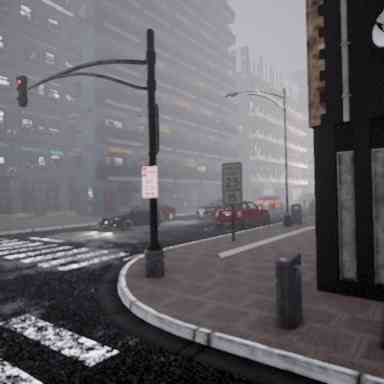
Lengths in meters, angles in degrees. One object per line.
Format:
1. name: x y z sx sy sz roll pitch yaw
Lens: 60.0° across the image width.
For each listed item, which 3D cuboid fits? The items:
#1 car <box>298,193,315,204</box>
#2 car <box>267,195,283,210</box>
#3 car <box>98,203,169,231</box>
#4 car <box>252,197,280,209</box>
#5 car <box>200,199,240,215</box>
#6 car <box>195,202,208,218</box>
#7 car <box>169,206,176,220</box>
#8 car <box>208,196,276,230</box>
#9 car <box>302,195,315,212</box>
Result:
1. car: 19.695 1.024 56.719 2.192 1.841 5.009 -1 0 36
2. car: 8.327 1.171 36.809 2.097 1.767 4.553 -2 -1 37
3. car: -3.693 1.542 20.479 1.994 1.385 4.181 -2 -1 36
4. car: 9.647 1.403 43.018 1.947 1.339 4.313 -1 0 36
5. car: 2.943 1.476 33.884 2.008 1.369 4.403 -1 0 36
6. car: 2.202 1.392 28.506 2.128 1.511 4.902 -2 -1 36
7. car: -3.107 1.551 25.793 1.887 1.381 4.507 -1 0 36
8. car: 3.084 1.248 19.731 1.967 1.590 4.097 -1 0 36
9. car: 13.049 1.245 33.494 1.947 1.339 4.313 -1 0 36
